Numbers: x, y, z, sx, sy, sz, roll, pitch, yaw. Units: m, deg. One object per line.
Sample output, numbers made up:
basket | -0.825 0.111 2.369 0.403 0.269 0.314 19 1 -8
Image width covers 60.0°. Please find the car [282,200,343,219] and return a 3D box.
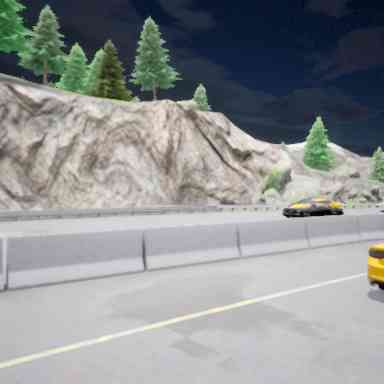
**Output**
car | 9.241 1.506 25.542 4.718 1.301 1.895 0 0 -27

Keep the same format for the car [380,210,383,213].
car | 16.734 1.448 25.284 5.357 1.411 2.033 0 0 -24

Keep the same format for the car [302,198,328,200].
car | 11.444 1.365 30.487 5.008 1.535 1.882 0 0 -25

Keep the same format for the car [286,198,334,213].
car | 12.359 1.377 34.768 4.892 1.490 1.837 0 0 -24

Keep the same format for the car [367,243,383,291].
car | 6.036 1.447 7.500 5.008 1.535 1.882 0 0 -32
